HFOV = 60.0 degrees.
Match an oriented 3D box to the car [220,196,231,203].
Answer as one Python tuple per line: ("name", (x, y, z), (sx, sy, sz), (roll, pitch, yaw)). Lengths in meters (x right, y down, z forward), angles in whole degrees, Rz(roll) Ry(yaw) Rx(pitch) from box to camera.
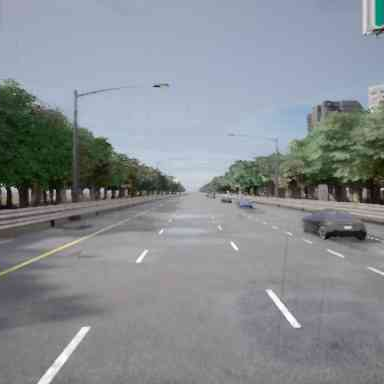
("car", (7.043, 1.572, 69.460), (1.994, 1.385, 4.181), (0, 0, 0))

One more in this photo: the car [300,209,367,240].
("car", (7.008, 1.567, 16.926), (1.994, 1.385, 4.181), (0, 0, 0))

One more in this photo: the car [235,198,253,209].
("car", (7.024, 1.551, 45.342), (2.033, 1.411, 5.357), (0, 0, 0))
